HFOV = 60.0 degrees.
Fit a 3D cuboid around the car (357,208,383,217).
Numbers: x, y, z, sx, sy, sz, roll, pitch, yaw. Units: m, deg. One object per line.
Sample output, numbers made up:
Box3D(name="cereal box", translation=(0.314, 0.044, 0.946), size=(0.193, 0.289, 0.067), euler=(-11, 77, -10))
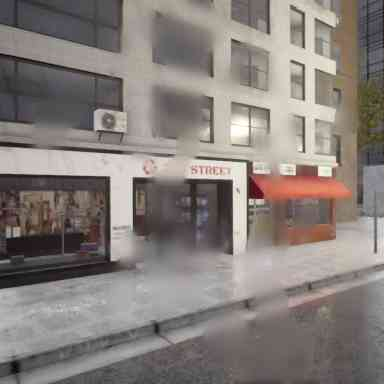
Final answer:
Box3D(name="car", translation=(16.781, 1.660, 29.152), size=(1.895, 1.301, 4.718), euler=(0, 0, -35))
